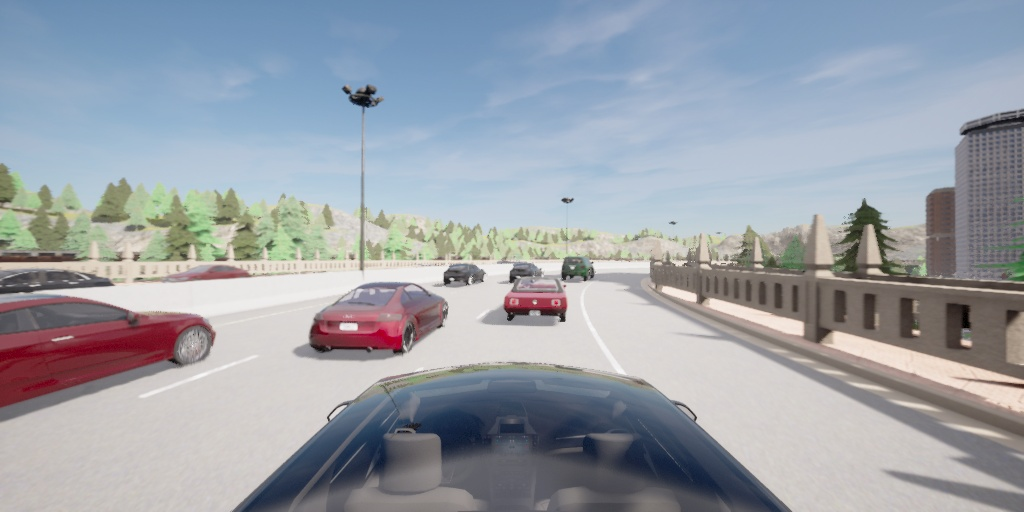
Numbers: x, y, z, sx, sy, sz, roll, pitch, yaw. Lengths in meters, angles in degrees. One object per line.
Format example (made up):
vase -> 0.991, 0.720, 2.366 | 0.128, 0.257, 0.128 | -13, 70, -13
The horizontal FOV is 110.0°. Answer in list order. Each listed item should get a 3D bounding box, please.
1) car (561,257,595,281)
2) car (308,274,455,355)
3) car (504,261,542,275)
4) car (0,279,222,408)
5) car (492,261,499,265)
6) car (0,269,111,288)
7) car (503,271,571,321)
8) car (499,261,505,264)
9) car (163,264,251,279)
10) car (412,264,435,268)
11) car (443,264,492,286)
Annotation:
car -> 5.782, 1.067, 31.190 | 2.150, 2.045, 5.566 | 0, 0, 21
car -> -2.933, 1.310, 8.776 | 1.994, 1.385, 4.181 | 0, 0, 4
car -> 1.186, 1.327, 28.578 | 1.837, 1.490, 4.892 | 0, 0, 18
car -> -6.700, 1.247, 4.973 | 1.812, 1.442, 4.674 | 0, 0, 2
car -> -1.716, 1.537, 61.707 | 1.837, 1.490, 4.892 | 0, 0, 35
car -> -16.817, 1.199, 12.141 | 1.837, 1.490, 4.892 | 0, 0, 6
car -> 0.958, 1.371, 12.538 | 1.895, 1.301, 4.718 | 0, 0, 8
car -> 0.566, 1.502, 58.951 | 2.128, 1.511, 4.902 | 0, -1, 35
car -> -18.749, 1.254, 22.275 | 1.812, 1.442, 4.674 | 0, 0, 12
car -> -8.437, 1.419, 33.500 | 1.895, 1.301, 4.718 | 0, 0, 20
car -> -3.299, 1.303, 25.878 | 1.837, 1.490, 4.892 | 0, 0, 16
